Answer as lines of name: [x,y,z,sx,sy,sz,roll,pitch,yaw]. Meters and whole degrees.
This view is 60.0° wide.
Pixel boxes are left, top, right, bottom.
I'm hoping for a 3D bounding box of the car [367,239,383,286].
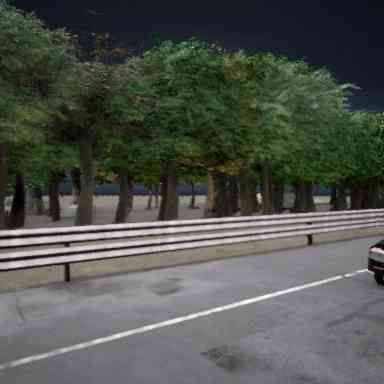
car: [6.243,1.505,8.201,4.902,1.511,2.128,0,0,-36]
